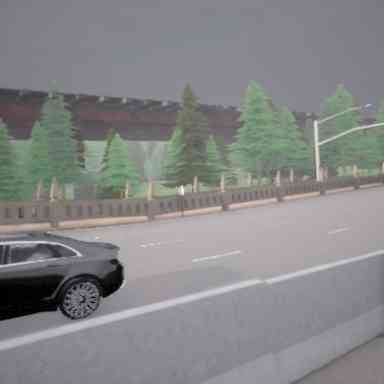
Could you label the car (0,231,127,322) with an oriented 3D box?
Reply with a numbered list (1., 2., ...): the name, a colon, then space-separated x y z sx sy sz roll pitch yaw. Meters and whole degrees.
1. car: -3.575 1.489 5.708 4.902 1.511 2.128 0 0 -35
